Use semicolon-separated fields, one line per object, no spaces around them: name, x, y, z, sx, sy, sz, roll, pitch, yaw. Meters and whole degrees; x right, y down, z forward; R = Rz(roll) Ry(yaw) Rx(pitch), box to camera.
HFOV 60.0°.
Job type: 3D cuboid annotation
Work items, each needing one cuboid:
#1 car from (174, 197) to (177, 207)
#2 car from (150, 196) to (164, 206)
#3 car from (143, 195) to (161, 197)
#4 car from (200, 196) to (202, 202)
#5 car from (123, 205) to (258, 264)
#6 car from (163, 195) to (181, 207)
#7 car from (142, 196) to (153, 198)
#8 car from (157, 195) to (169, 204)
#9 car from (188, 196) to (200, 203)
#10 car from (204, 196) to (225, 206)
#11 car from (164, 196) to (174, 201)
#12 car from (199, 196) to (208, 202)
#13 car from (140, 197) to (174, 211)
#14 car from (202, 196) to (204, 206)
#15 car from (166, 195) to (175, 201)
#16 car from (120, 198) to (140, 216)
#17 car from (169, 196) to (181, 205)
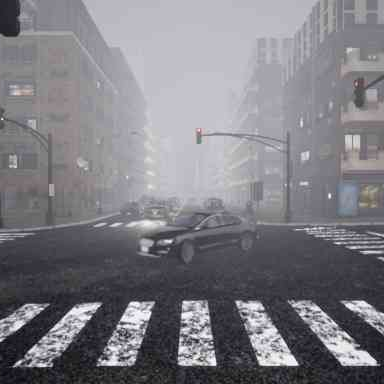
car;-3.121;1.610;39.901;1.895;1.301;4.718;0;0;0
car;-5.721;1.457;54.900;1.967;1.590;4.097;0;0;0
car;-5.715;1.326;43.535;2.192;1.841;5.009;0;0;0
car;2.659;1.599;54.907;1.802;1.307;4.206;0;0;0
car;0.351;1.463;11.912;4.902;1.511;2.128;-1;0;-42
car;-3.117;1.578;49.879;1.994;1.385;4.181;0;0;0
car;-5.711;1.534;37.683;1.752;1.417;4.829;0;0;0
car;-5.728;1.465;66.265;1.967;1.590;4.097;0;0;0
car;0.003;1.539;70.587;2.128;1.511;4.902;0;0;0
car;2.669;1.449;37.859;1.967;1.590;4.097;0;0;0
car;-5.739;1.590;83.311;2.008;1.369;4.403;0;0;0
car;2.645;1.585;77.636;2.008;1.369;4.403;0;0;0
car;-3.108;1.498;30.602;2.128;1.511;4.902;0;0;1
car;2.665;1.451;43.542;1.967;1.590;4.097;0;0;0
car;-5.742;1.595;88.994;2.008;1.369;4.403;0;0;0
car;-5.708;1.572;32.170;1.947;1.339;4.313;0;0;0
car;-3.080;1.498;59.889;1.882;1.535;5.008;0;0;0
